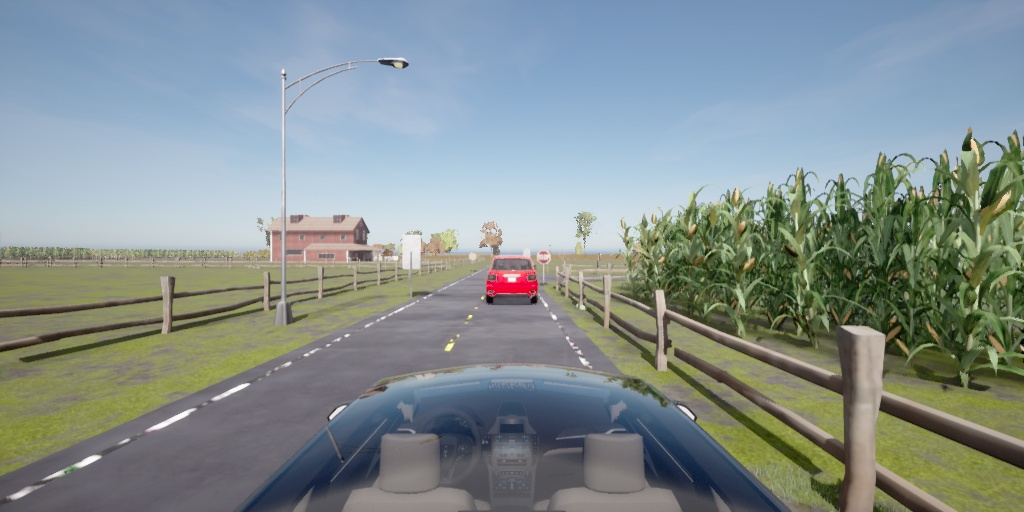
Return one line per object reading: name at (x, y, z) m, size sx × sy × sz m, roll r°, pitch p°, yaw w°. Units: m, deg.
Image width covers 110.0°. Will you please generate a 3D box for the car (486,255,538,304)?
car at (0.000, 0.999, 16.531) m, size 2.150 × 2.045 × 5.566 m, roll 0°, pitch 0°, yaw 0°
